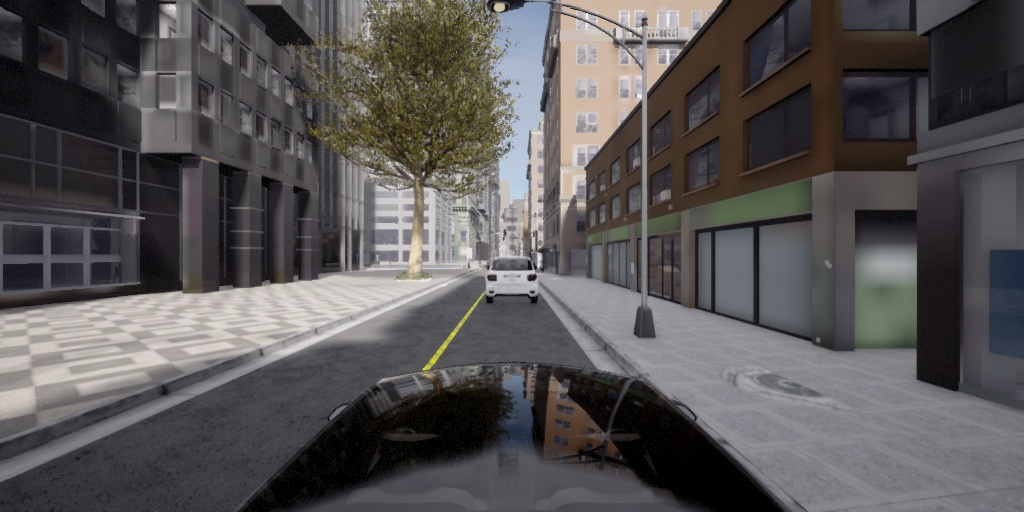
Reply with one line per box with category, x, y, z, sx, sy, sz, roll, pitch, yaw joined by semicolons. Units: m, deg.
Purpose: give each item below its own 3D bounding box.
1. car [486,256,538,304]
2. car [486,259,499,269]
car;0.000;1.005;16.530;2.150;2.045;5.566;0;0;0
car;-2.999;1.283;56.806;1.812;1.442;4.674;0;0;0
